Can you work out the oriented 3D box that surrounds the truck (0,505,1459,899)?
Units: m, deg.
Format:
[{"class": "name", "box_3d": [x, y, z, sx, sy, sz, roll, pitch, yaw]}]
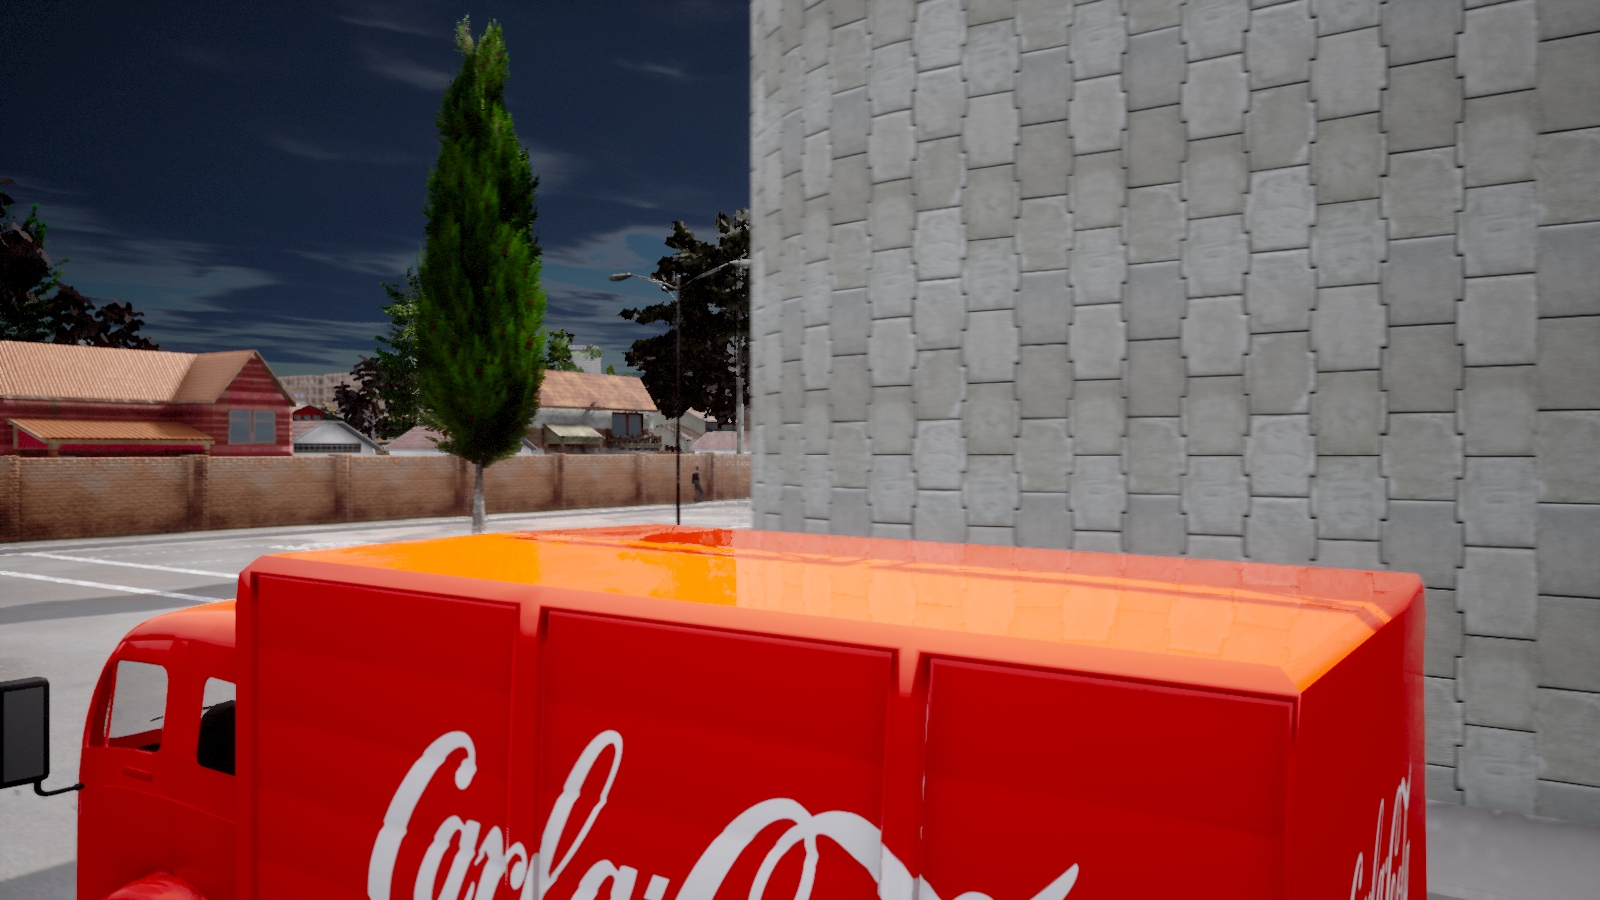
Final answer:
[{"class": "truck", "box_3d": [-0.674, 1.569, 4.256, 5.204, 2.467, 2.627, 0, 0, 35]}]

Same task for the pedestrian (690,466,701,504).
[{"class": "pedestrian", "box_3d": [-5.112, 1.693, 55.842, 0.375, 1.860, 0.375, 0, 0, 30]}]
